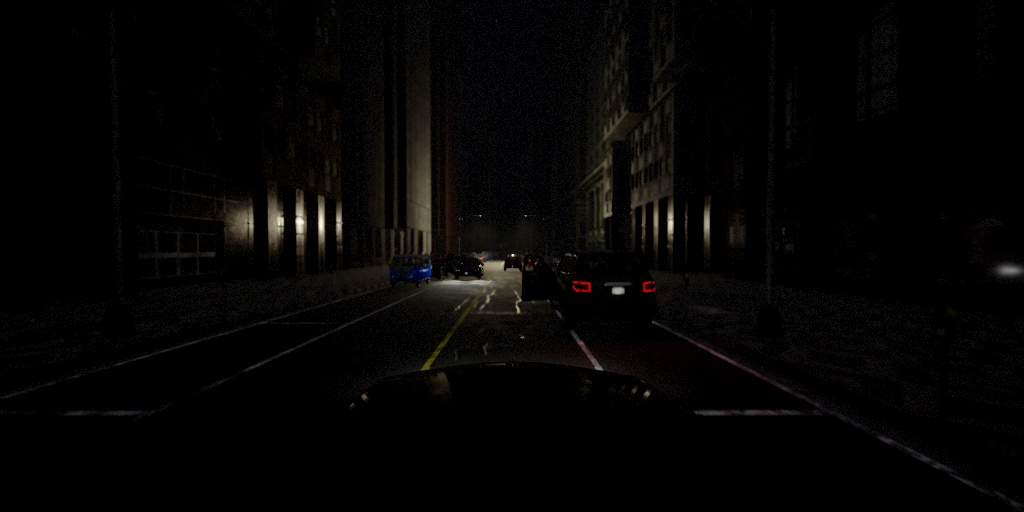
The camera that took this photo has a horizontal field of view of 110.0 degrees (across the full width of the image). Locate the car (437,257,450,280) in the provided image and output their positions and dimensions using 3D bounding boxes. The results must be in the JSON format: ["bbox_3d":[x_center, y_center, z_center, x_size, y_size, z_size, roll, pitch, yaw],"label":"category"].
[{"bbox_3d":[-5.758,0.953,26.344,1.948,1.339,4.313,0,0,0],"label":"car"}]

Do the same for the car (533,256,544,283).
[{"bbox_3d":[2.767,0.913,26.524,1.751,1.417,4.829,0,0,0],"label":"car"}]

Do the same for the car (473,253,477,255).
[{"bbox_3d":[-5.755,0.684,43.253,1.888,1.381,4.507,0,0,0],"label":"car"}]

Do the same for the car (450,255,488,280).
[{"bbox_3d":[-3.093,0.889,26.610,1.837,1.490,4.892,0,1,0],"label":"car"}]

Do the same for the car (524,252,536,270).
[{"bbox_3d":[2.770,0.579,43.261,1.967,1.591,4.097,0,0,0],"label":"car"}]

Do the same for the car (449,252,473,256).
[{"bbox_3d":[-5.756,0.537,37.616,2.192,1.841,5.009,0,0,0],"label":"car"}]

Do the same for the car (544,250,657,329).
[{"bbox_3d":[2.396,0.837,10.777,2.150,2.045,5.566,0,1,0],"label":"car"}]

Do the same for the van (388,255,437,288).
[{"bbox_3d":[-5.759,0.811,20.708,1.690,1.789,3.998,0,0,0],"label":"van"}]

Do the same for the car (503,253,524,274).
[{"bbox_3d":[0.081,0.750,37.436,1.812,1.442,4.674,0,1,0],"label":"car"}]

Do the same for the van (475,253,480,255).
[{"bbox_3d":[-5.754,0.397,48.889,1.690,1.789,3.998,0,0,0],"label":"van"}]

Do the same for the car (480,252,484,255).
[{"bbox_3d":[-5.753,0.414,54.525,1.967,1.591,4.097,0,0,0],"label":"car"}]

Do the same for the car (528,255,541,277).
[{"bbox_3d":[2.768,0.855,31.990,2.007,1.370,4.403,0,0,0],"label":"car"}]
